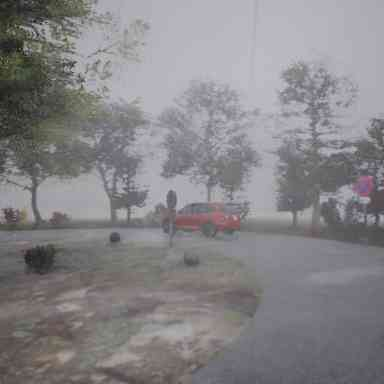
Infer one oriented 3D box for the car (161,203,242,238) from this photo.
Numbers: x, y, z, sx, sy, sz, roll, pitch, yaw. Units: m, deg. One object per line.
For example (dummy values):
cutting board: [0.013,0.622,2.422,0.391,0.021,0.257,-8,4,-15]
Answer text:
car: [0.499,1.733,21.197,5.566,2.045,2.150,-2,-3,41]
